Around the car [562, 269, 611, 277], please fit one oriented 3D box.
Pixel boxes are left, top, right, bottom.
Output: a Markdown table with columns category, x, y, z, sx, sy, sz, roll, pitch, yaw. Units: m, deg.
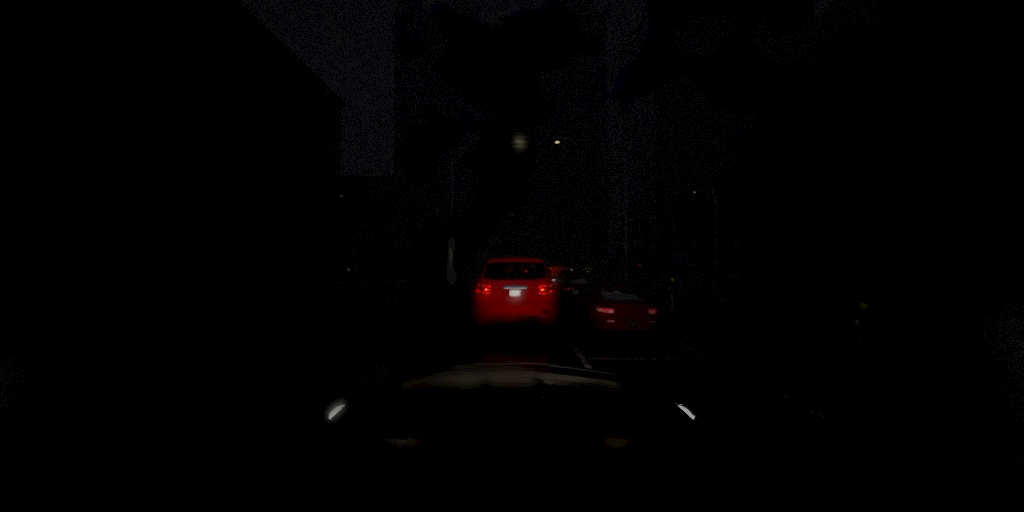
| category | x | y | z | sx | sy | sz | roll | pitch | yaw |
| --- | --- | --- | --- | --- | --- | --- | --- | --- | --- |
| car | 2.693 | 1.394 | 15.422 | 1.802 | 1.307 | 4.207 | 0 | 0 | 0 |

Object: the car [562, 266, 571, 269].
| category | x | y | z | sx | sy | sz | roll | pitch | yaw |
| --- | --- | --- | --- | --- | --- | --- | --- | --- | --- |
| car | 3.201 | 1.204 | 31.580 | 4.553 | 1.767 | 2.097 | -1 | 0 | 0 |

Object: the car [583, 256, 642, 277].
| category | x | y | z | sx | sy | sz | roll | pitch | yaw |
| --- | --- | --- | --- | --- | --- | --- | --- | --- | --- |
| car | 9.556 | 1.057 | 34.507 | 5.566 | 2.045 | 2.150 | 0 | -1 | 0 |

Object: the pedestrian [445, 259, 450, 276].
| category | x | y | z | sx | sy | sz | roll | pitch | yaw |
| --- | --- | --- | --- | --- | --- | --- | --- | --- | --- |
| pedestrian | -6.680 | 1.200 | 37.547 | 0.375 | 1.860 | 0.375 | 0 | -1 | 0 |

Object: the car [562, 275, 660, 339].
| category | x | y | z | sx | sy | sz | roll | pitch | yaw |
| --- | --- | --- | --- | --- | --- | --- | --- | --- | --- |
| car | 2.670 | 1.368 | 9.983 | 1.802 | 1.307 | 4.207 | 0 | 0 | 0 |

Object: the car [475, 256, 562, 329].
| category | x | y | z | sx | sy | sz | roll | pitch | yaw |
| --- | --- | --- | --- | --- | --- | --- | --- | --- | --- |
| car | 0.131 | 1.017 | 11.540 | 2.150 | 2.045 | 5.566 | 0 | 0 | 1 |
